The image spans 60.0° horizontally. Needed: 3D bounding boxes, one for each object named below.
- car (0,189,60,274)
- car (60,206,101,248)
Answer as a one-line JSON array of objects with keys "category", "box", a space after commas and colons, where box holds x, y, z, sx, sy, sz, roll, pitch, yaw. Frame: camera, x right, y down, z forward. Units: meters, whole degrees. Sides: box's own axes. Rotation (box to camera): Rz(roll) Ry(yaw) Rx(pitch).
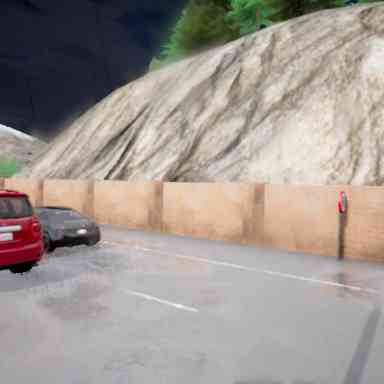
[{"category": "car", "box": [-5.938, 0.902, 8.225, 5.566, 2.045, 2.150, 2, 1, 35]}, {"category": "car", "box": [-5.216, 1.190, 12.010, 4.181, 1.385, 1.994, 2, 1, 35]}]
